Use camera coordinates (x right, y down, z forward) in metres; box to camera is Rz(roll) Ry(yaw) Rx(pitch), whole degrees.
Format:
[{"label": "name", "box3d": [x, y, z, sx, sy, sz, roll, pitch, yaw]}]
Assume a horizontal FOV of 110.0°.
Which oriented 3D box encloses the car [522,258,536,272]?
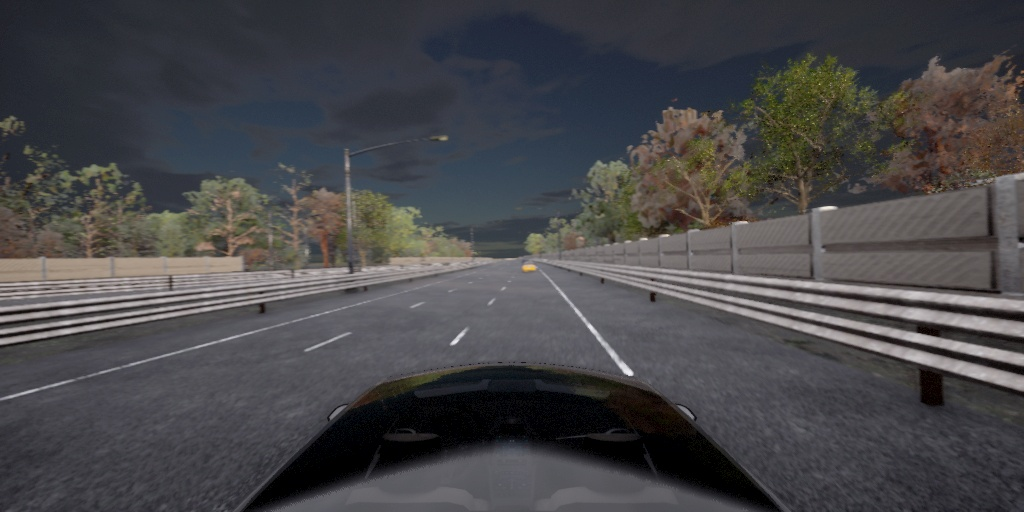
[{"label": "car", "box3d": [2.393, 1.445, 50.441, 1.801, 1.575, 5.366, -3, 0, 3]}]
